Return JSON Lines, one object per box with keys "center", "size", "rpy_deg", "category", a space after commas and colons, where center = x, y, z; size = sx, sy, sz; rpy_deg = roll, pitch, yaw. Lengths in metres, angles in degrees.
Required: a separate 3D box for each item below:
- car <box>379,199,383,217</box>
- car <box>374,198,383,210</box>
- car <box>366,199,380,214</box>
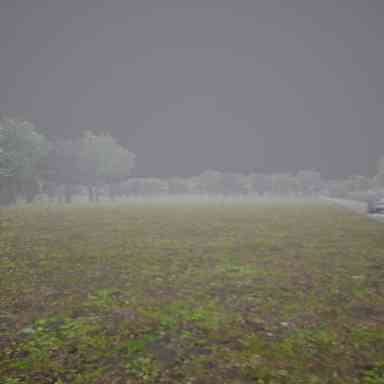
{"center": [17.217, 1.587, 27.504], "size": [1.882, 1.535, 5.008], "rpy_deg": [0, 0, 21], "category": "car"}
{"center": [27.880, 1.690, 48.165], "size": [1.882, 1.535, 5.008], "rpy_deg": [0, -1, 20], "category": "car"}
{"center": [21.045, 1.716, 37.787], "size": [2.033, 1.411, 5.357], "rpy_deg": [0, -1, 21], "category": "car"}
